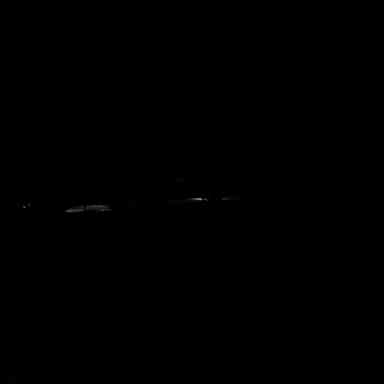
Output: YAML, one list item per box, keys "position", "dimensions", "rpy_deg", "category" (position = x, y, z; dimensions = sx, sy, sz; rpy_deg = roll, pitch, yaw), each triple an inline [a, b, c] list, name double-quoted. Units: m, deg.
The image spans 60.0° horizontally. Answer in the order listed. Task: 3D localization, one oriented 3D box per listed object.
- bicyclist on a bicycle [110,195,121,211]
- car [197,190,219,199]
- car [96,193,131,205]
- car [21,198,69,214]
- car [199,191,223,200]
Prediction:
- position: [-7.581, 1.084, 32.983]
  dimensions: [1.656, 1.620, 0.582]
  rpy_deg: [-1, 1, 35]
  category: "bicyclist on a bicycle"
- position: [2.968, 0.450, 60.858]
  dimensions: [1.994, 1.385, 4.181]
  rpy_deg: [1, 2, 35]
  category: "car"
- position: [-10.009, 0.874, 42.693]
  dimensions: [1.837, 1.490, 4.892]
  rpy_deg: [1, 2, 35]
  category: "car"
- position: [-13.687, 1.262, 31.103]
  dimensions: [1.994, 1.385, 4.181]
  rpy_deg: [1, 2, 35]
  category: "car"
- position: [3.418, 0.591, 55.346]
  dimensions: [1.994, 1.385, 4.181]
  rpy_deg: [1, 2, 36]
  category: "car"
